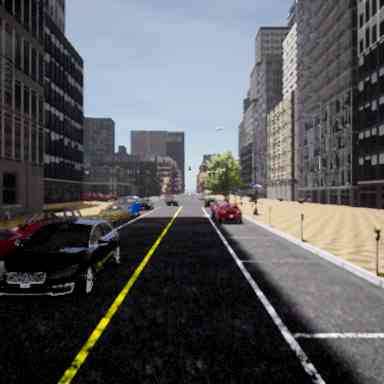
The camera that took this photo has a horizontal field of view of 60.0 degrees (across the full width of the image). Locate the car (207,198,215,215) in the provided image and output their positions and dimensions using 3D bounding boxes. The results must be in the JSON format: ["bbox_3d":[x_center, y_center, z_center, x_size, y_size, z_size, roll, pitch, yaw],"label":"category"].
[{"bbox_3d":[2.654,1.396,30.330,1.967,1.590,4.097,0,0,0],"label":"car"}]

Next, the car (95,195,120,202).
[{"bbox_3d":[-17.360,1.272,68.400,4.507,1.381,1.887,1,-1,-1],"label":"car"}]

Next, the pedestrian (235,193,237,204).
[{"bbox_3d":[7.064,1.071,53.925,0.375,1.860,0.375,0,0,0],"label":"pedestrian"}]

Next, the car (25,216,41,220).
[{"bbox_3d":[-5.697,1.533,8.162,1.887,1.381,4.507,0,0,0],"label":"car"}]

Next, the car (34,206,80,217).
[{"bbox_3d":[-5.704,1.421,13.701,1.967,1.590,4.097,0,0,0],"label":"car"}]

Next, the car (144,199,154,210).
[{"bbox_3d":[-5.741,1.506,41.397,1.947,1.339,4.313,0,0,0],"label":"car"}]

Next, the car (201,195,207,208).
[{"bbox_3d":[2.631,1.498,46.948,1.947,1.339,4.313,0,0,0],"label":"car"}]

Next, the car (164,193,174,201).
[{"bbox_3d":[-5.799,1.193,84.963,2.192,1.841,5.009,0,0,0],"label":"car"}]

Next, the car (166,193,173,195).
[{"bbox_3d":[-5.793,1.468,79.413,1.802,1.307,4.206,0,0,0],"label":"car"}]

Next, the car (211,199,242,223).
[{"bbox_3d":[2.661,1.508,24.791,1.887,1.381,4.507,0,0,0],"label":"car"}]

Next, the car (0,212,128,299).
[{"bbox_3d":[-3.112,1.492,8.620,1.837,1.490,4.892,0,0,0],"label":"car"}]

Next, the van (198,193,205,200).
[{"bbox_3d":[2.574,1.211,90.528,1.690,1.788,3.998,0,0,0],"label":"van"}]

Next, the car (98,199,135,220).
[{"bbox_3d":[-5.719,1.490,24.609,1.752,1.417,4.829,0,0,0],"label":"car"}]

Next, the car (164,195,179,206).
[{"bbox_3d":[-3.070,1.577,52.707,1.895,1.301,4.718,0,0,0],"label":"car"}]

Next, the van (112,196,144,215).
[{"bbox_3d":[-5.726,1.297,30.318,1.690,1.788,3.998,0,0,0],"label":"van"}]

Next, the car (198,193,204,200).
[{"bbox_3d":[2.580,1.402,85.147,1.752,1.417,4.829,0,0,0],"label":"car"}]

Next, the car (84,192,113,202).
[{"bbox_3d":[-17.228,1.014,60.025,5.009,1.841,2.192,1,-1,-1],"label":"car"}]

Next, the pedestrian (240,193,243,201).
[{"bbox_3d":[8.063,1.088,54.526,0.375,1.860,0.375,0,0,0],"label":"pedestrian"}]

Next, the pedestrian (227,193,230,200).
[{"bbox_3d":[6.062,1.061,55.124,0.375,1.860,0.375,0,0,0],"label":"pedestrian"}]
